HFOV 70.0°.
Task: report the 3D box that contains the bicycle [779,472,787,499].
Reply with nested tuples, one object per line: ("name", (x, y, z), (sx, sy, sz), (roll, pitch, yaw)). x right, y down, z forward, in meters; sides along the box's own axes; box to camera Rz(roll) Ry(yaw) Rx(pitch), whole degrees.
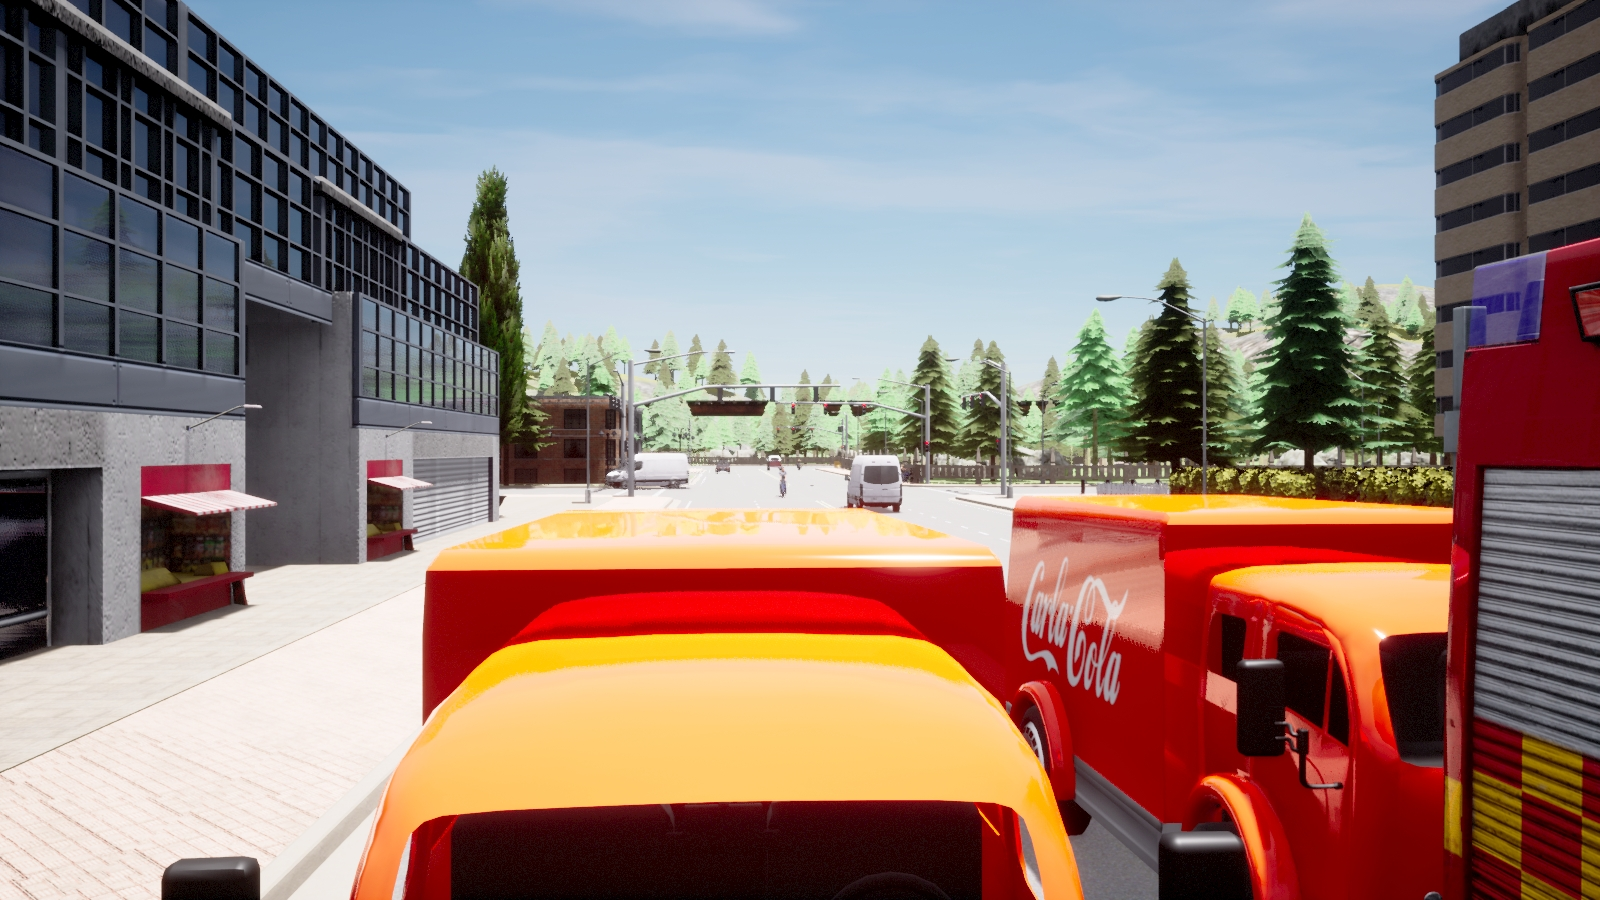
("bicycle", (-0.980, 2.056, 66.703), (0.373, 1.496, 1.643), (0, 0, -3))

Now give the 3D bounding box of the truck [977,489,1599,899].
("truck", (3.003, 1.570, 7.233), (2.627, 2.467, 5.204), (0, 0, -4))

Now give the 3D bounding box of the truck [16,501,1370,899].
("truck", (-0.347, 1.568, 4.821), (2.627, 2.467, 5.204), (0, 0, -4))

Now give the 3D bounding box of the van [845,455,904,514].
("van", (3.411, 1.534, 53.444), (1.988, 2.561, 5.915), (0, 0, -4))
